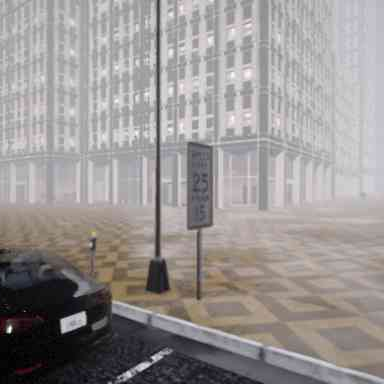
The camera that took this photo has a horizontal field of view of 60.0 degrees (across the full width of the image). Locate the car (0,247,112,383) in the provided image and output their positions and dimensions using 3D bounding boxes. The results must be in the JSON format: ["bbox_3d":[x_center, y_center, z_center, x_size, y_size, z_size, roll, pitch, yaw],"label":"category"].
[{"bbox_3d":[-3.063,1.525,5.060,4.313,1.339,1.947,1,0,35],"label":"car"}]
